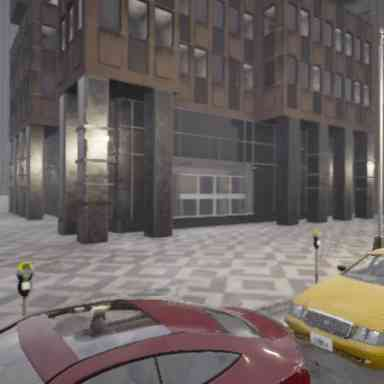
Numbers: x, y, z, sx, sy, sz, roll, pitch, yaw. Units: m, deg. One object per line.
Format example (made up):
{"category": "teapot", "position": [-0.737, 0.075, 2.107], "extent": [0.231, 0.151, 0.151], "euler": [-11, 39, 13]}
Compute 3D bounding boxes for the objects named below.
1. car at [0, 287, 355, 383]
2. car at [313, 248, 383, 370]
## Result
{"category": "car", "position": [-0.873, 1.574, 2.345], "extent": [4.206, 1.307, 1.802], "euler": [0, 0, -35]}
{"category": "car", "position": [3.557, 1.522, 5.489], "extent": [4.829, 1.417, 1.752], "euler": [0, 0, -35]}
